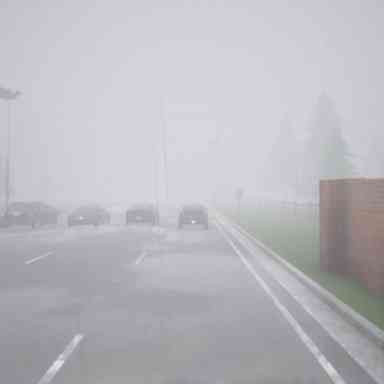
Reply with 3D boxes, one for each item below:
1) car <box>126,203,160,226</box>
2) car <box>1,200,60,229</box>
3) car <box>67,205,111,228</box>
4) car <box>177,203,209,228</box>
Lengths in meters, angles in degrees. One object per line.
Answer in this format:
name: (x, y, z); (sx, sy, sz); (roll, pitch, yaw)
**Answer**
car: (-3.423, 1.508, 23.722); (1.882, 1.535, 5.008); (0, 0, 0)
car: (-10.420, 1.382, 21.867); (2.097, 1.767, 4.553); (0, 0, 0)
car: (-6.922, 1.594, 22.772); (1.994, 1.385, 4.181); (0, 0, 0)
car: (0.079, 1.533, 22.215); (1.837, 1.490, 4.892); (0, 0, 0)
